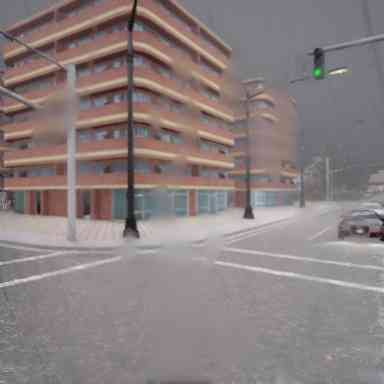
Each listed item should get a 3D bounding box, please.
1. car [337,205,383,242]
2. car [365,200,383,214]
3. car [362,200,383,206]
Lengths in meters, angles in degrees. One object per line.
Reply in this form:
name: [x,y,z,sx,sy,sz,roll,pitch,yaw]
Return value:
car: [8.640,1.604,16.864,1.994,1.385,4.181,0,0,31]
car: [20.430,1.594,36.783,2.033,1.411,5.357,0,0,31]
car: [13.842,1.569,25.632,1.812,1.442,4.674,0,0,30]
